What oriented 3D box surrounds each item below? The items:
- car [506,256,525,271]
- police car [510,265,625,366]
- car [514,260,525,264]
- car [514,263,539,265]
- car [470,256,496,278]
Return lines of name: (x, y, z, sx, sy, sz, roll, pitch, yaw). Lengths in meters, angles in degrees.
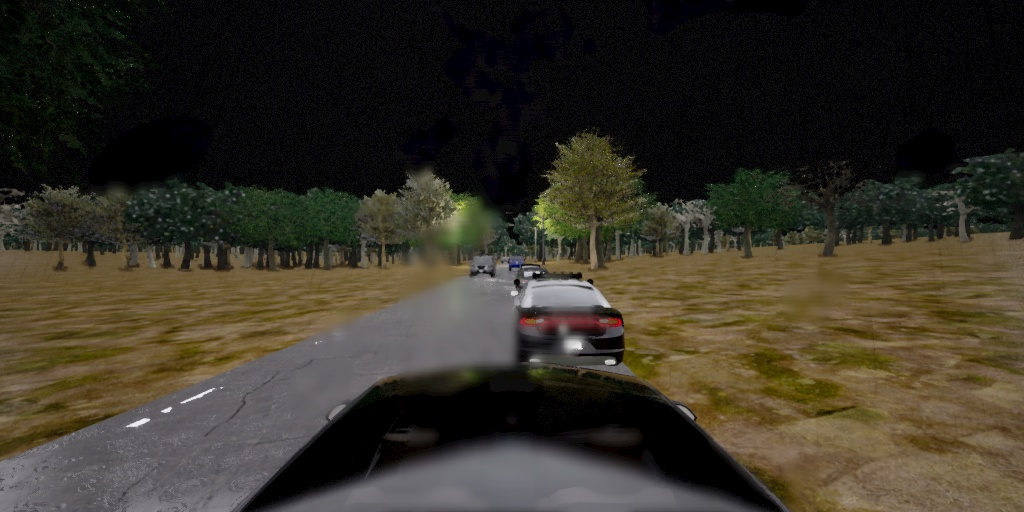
car: (0.674, 0.999, 50.099, 2.150, 2.045, 5.566, 0, 0, 1)
police car: (0.996, 1.174, 8.112, 1.930, 1.638, 5.238, 0, 0, 1)
car: (1.193, 1.259, 24.002, 1.837, 1.490, 4.892, 0, 0, 1)
car: (1.119, 1.276, 18.003, 1.812, 1.442, 4.674, 0, 0, 1)
car: (-2.680, 0.984, 34.186, 2.150, 2.045, 5.566, 0, 0, 1)
